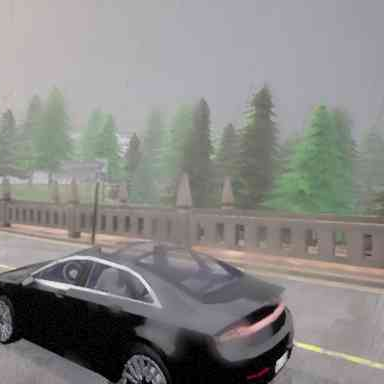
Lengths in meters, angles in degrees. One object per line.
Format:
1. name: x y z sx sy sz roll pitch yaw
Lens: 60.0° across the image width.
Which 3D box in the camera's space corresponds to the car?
1. car: -1.068 1.490 4.754 4.902 1.511 2.128 0 0 36
